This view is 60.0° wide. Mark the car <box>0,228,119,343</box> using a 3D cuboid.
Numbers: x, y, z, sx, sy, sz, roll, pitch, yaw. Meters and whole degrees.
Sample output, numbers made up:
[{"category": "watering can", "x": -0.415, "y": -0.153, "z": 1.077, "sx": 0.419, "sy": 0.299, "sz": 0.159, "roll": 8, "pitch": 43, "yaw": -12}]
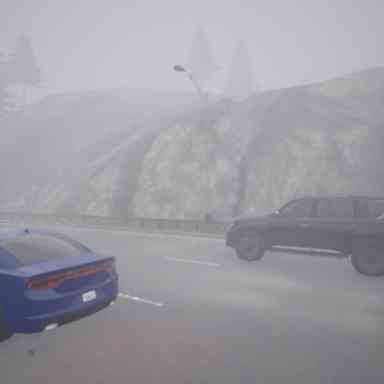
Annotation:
[{"category": "car", "x": -3.654, "y": 1.434, "z": 6.385, "sx": 5.008, "sy": 1.535, "sz": 1.882, "roll": 0, "pitch": 0, "yaw": 32}]

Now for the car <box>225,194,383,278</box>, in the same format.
[{"category": "car", "x": 3.741, "y": 1.091, "z": 9.946, "sx": 5.566, "sy": 2.045, "sz": 2.150, "roll": 0, "pitch": 0, "yaw": 34}]
